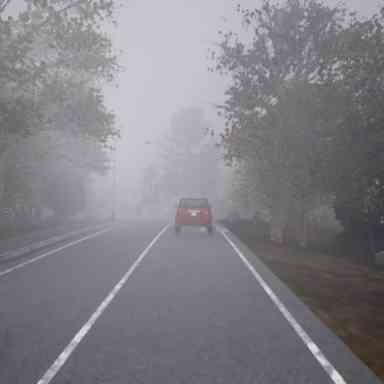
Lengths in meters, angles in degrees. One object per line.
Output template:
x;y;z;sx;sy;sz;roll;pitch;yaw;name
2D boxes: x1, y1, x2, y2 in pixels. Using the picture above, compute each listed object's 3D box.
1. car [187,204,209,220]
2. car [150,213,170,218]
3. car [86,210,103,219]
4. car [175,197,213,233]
0.711;2.274;37.450;2.097;1.767;4.553;0;-4;6;car
-7.807;5.860;81.474;5.008;1.535;1.882;2;-5;-17;car
-19.560;4.574;67.139;2.150;2.045;5.566;0;-5;-1;car
0.094;1.341;20.615;2.150;2.045;5.566;0;-1;0;car
